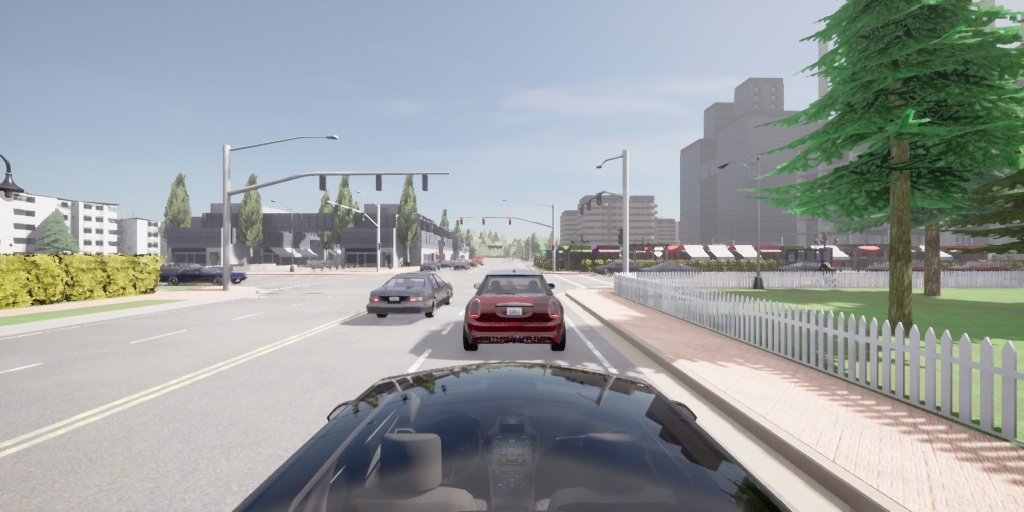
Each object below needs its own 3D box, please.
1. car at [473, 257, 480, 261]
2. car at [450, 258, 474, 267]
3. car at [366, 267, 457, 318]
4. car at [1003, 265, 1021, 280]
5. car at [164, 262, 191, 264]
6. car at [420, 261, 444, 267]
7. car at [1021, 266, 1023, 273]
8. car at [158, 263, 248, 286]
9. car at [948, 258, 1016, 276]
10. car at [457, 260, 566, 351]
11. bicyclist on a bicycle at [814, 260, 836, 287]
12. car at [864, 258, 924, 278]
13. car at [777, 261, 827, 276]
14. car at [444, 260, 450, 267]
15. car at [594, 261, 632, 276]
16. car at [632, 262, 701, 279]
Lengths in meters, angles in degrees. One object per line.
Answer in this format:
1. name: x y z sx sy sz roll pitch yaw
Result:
1. car: -7.082 1.351 61.711 1.895 1.301 4.718 0 0 0
2. car: -7.098 1.297 51.454 2.033 1.411 5.357 0 0 0
3. car: -3.419 1.297 12.975 2.033 1.411 5.357 0 0 0
4. car: 43.877 1.314 29.449 4.181 1.385 1.994 0 0 -3
5. car: -25.393 1.241 27.784 4.902 1.511 2.128 0 0 -2
6. car: -10.628 1.314 46.933 1.994 1.385 4.181 0 0 1
7. car: 40.624 1.228 25.837 5.008 1.535 1.882 0 0 -1
8. car: -20.883 1.351 24.388 4.718 1.301 1.895 0 0 -1
9. car: 47.615 1.273 36.618 5.008 1.535 1.882 0 0 -1
10. car: 0.063 1.102 9.140 2.097 1.767 4.553 0 0 0
11. bicyclist on a bicycle: 18.790 1.052 21.497 0.582 1.620 1.656 0 0 -1
12. car: 35.252 1.102 32.887 4.553 1.767 2.097 0 0 -1
13. car: 29.422 1.275 36.240 4.674 1.442 1.812 0 0 -2
14. car: -10.595 1.297 58.385 2.033 1.411 5.357 0 0 0
15. car: 10.730 1.255 35.876 4.892 1.490 1.837 0 0 1
16. car: 14.041 1.297 32.364 5.357 1.411 2.033 0 0 -1
